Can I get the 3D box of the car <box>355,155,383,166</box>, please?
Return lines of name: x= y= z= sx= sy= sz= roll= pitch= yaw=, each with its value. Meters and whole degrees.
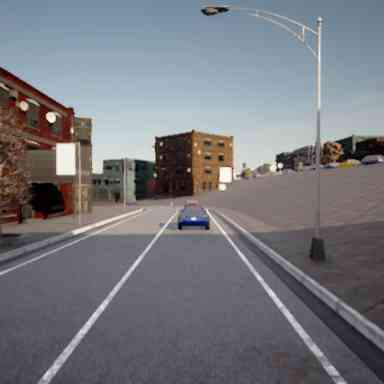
car: x=22.921 y=-3.801 z=41.250 sx=2.185 sy=1.767 sz=4.553 roll=0 pitch=1 yaw=-5

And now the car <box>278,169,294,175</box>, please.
car: x=21.505 y=-4.316 z=74.289 sx=2.185 sy=1.767 sz=4.553 roll=0 pitch=1 yaw=-1

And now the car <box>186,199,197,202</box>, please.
car: x=-0.066 y=1.617 z=40.097 sx=1.812 sy=1.442 sz=4.674 roll=0 pitch=-1 yaw=-3

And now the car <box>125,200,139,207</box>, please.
car: x=-12.658 y=2.342 z=69.497 sx=1.994 sy=1.385 sz=4.181 roll=-1 pitch=-2 yaw=-31

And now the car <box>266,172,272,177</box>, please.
car: x=21.263 y=-4.447 z=85.456 sx=2.185 sy=1.767 sz=4.553 roll=0 pitch=1 yaw=-1

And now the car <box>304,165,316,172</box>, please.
car: x=21.869 y=-3.977 z=57.835 sx=2.231 sy=1.521 sz=4.892 roll=0 pitch=1 yaw=-1

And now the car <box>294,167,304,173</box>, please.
car: x=21.741 y=-4.057 z=63.353 sx=2.231 sy=1.521 sz=4.892 roll=0 pitch=1 yaw=-1

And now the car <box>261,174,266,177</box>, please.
car: x=21.144 y=-4.509 z=90.975 sx=2.185 sy=1.767 sz=4.553 roll=0 pitch=1 yaw=-1

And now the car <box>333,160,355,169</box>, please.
car: x=22.453 y=-3.777 z=46.756 sx=2.097 sy=1.535 sz=5.008 roll=0 pitch=1 yaw=-4

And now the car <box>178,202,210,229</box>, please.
car: x=0.104 y=1.554 z=21.723 sx=1.994 sy=1.385 sz=4.181 roll=0 pitch=0 yaw=0

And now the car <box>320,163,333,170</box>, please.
car: x=22.102 y=-3.840 z=52.293 sx=2.002 sy=1.452 sz=4.674 roll=0 pitch=1 yaw=-2

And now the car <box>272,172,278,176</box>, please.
car: x=21.386 y=-4.215 z=79.783 sx=2.002 sy=1.452 sz=4.674 roll=0 pitch=1 yaw=-1
